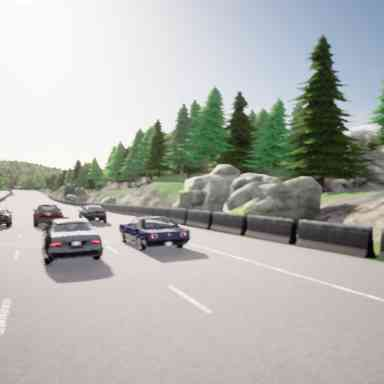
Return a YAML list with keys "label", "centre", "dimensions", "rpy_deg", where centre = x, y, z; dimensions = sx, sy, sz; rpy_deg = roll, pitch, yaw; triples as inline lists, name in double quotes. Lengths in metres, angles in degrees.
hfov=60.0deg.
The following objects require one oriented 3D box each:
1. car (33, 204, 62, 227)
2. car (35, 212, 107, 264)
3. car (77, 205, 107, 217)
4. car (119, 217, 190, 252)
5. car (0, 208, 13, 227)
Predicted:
- label: "car"
  centre: [-11.694, 1.757, 26.935]
  dimensions: [2.097, 1.767, 4.553]
  rpy_deg: [0, -1, -26]
- label: "car"
  centre: [-4.703, 1.696, 12.641]
  dimensions: [2.033, 1.411, 5.357]
  rpy_deg: [0, -1, -26]
- label: "car"
  centre: [-8.610, 1.896, 28.596]
  dimensions: [1.837, 1.490, 4.892]
  rpy_deg: [0, 0, -26]
- label: "car"
  centre: [-1.876, 1.743, 14.841]
  dimensions: [1.895, 1.301, 4.718]
  rpy_deg: [0, -1, -26]
- label: "car"
  centre: [-15.066, 1.958, 25.877]
  dimensions: [1.812, 1.442, 4.674]
  rpy_deg: [0, -1, -26]
